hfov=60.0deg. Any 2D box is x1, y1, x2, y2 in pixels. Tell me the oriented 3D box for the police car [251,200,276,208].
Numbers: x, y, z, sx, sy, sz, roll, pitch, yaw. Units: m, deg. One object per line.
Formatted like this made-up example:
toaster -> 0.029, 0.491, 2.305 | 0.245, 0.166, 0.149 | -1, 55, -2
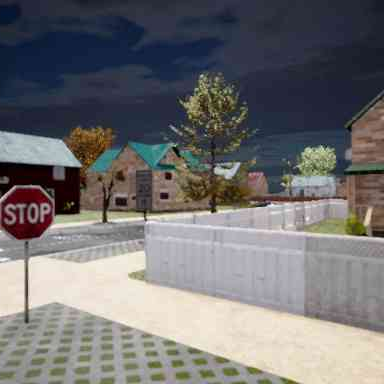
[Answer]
police car -> 8.184, 1.717, 38.872 | 2.038, 1.542, 4.974 | -1, -1, 34
